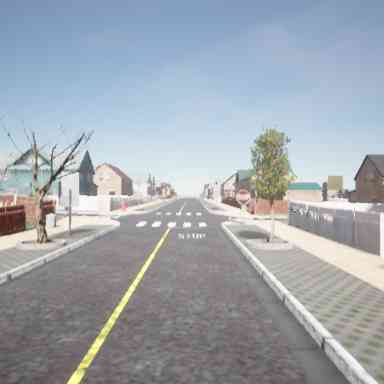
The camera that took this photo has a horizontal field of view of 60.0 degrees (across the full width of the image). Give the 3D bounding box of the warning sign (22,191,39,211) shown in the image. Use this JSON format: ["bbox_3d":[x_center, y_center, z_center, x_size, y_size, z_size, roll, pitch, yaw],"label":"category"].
[{"bbox_3d":[-15.789,0.862,32.587,1.060,1.860,1.300,0,0,0],"label":"warning sign"}]
